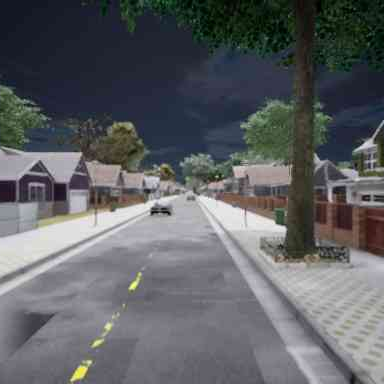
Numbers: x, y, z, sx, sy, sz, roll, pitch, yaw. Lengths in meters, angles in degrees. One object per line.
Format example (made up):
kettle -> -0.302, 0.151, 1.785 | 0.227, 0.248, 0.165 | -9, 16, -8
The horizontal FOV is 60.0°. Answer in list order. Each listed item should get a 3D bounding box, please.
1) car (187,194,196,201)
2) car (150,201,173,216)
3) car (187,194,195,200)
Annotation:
car -> -0.159, 1.224, 71.467 | 2.128, 1.511, 4.902 | 0, 0, 0
car -> -2.819, 1.511, 31.338 | 1.895, 1.301, 4.718 | 0, 0, 0
car -> -0.183, 1.158, 81.596 | 1.895, 1.301, 4.718 | 0, 0, 0
